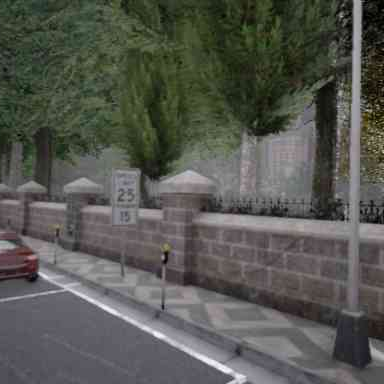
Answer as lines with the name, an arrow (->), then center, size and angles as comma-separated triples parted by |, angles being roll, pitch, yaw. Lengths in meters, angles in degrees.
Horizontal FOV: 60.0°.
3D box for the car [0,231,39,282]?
car -> -5.631, 1.729, 9.298 | 1.802, 1.307, 4.206 | 3, -2, -43
